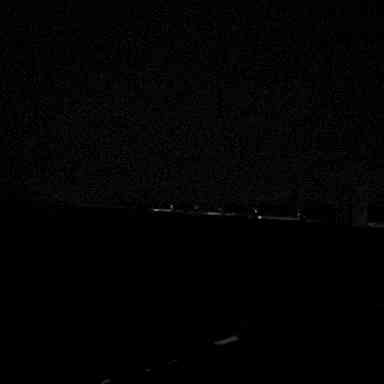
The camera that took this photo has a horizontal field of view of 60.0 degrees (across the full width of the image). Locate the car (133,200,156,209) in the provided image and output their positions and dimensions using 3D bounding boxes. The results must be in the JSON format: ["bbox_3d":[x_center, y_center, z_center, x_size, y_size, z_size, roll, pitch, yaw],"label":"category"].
[{"bbox_3d":[-7.109,1.939,50.718,1.895,1.301,4.718,1,-1,-35],"label":"car"}]

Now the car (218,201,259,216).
[{"bbox_3d":[4.762,1.639,34.188,2.128,1.511,4.902,1,-1,-36],"label":"car"}]

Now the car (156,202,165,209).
[{"bbox_3d":[-2.982,1.838,49.959,1.882,1.535,5.008,1,-1,-36],"label":"car"}]

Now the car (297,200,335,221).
[{"bbox_3d":[10.665,1.424,26.123,2.097,1.767,4.553,1,-1,-38],"label":"car"}]

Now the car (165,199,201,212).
[{"bbox_3d":[-0.853,1.726,41.981,2.128,1.511,4.902,1,-1,-36],"label":"car"}]
